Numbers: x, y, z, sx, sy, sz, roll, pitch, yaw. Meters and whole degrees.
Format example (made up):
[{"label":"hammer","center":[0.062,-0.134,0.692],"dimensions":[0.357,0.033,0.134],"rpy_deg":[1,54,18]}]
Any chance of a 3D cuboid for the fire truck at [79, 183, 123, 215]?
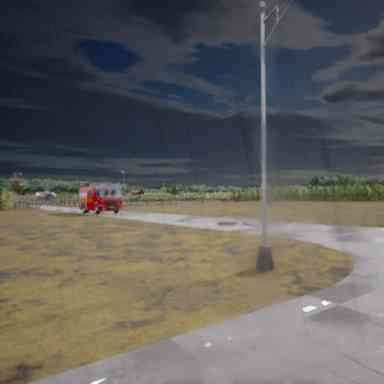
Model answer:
[{"label":"fire truck","center":[-11.904,0.838,42.833],"dimensions":[2.891,3.827,8.468],"rpy_deg":[-1,0,-35]}]
